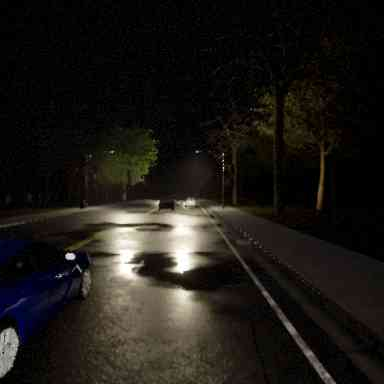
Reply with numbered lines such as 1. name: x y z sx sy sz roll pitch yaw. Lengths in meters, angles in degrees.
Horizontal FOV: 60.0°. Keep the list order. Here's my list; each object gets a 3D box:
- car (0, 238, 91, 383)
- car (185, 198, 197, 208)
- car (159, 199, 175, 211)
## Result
1. car: -3.143 1.490 5.375 1.882 1.535 5.008 0 0 0
2. car: -0.138 1.667 51.590 1.812 1.442 4.674 0 0 0
3. car: -3.233 1.593 43.375 1.882 1.535 5.008 0 0 0
